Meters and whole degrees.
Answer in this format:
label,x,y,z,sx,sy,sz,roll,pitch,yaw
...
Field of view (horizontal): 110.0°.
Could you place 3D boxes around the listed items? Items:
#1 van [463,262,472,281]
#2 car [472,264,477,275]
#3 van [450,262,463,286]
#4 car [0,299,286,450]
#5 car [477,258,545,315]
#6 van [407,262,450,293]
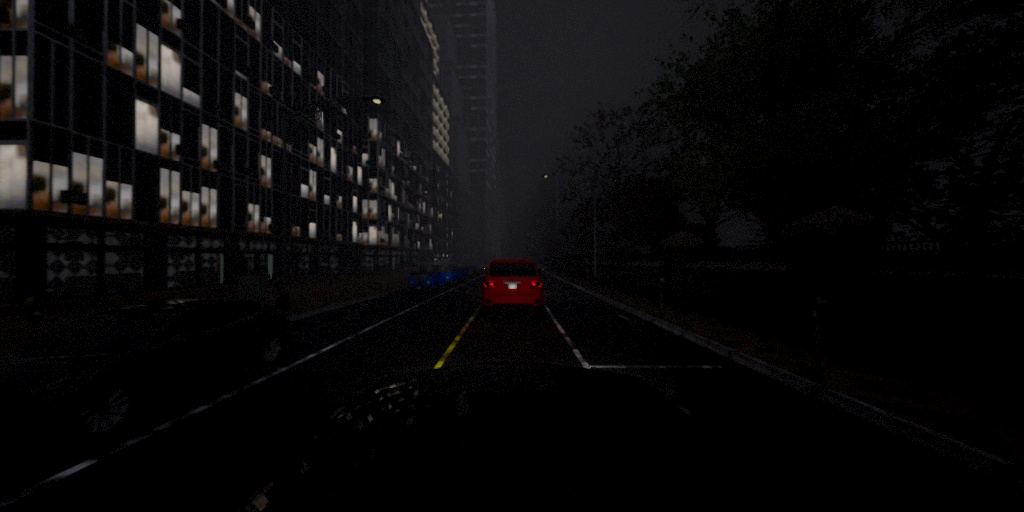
label,x,y,z,sx,sy,sz,roll,pitch,yaw
van,-5.068,1.412,33.540,1.690,1.789,3.998,0,0,1
car,-4.859,1.753,44.793,1.948,1.339,4.313,0,0,1
van,-5.146,1.355,27.912,1.690,1.789,3.998,0,0,1
car,-5.315,1.353,5.394,1.948,1.339,4.313,0,0,0
car,0.047,1.103,14.384,2.150,2.045,5.566,0,0,1
van,-5.212,1.298,22.277,1.690,1.789,3.998,0,0,1
